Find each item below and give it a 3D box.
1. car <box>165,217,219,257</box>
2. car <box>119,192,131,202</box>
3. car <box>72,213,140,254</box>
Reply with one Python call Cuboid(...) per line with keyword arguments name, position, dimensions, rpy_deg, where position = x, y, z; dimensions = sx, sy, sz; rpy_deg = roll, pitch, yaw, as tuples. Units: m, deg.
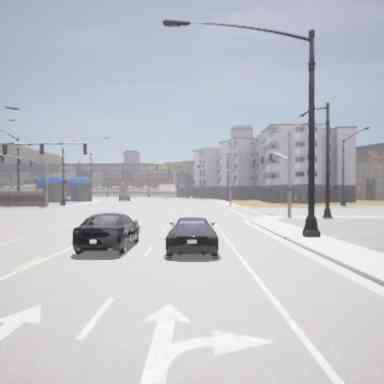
Cuboid(name="car", position=(0.020, 1.699, 13.522), dimensions=(1.994, 1.385, 4.181), rpy_deg=(0, 0, 1))
Cuboid(name="car", position=(-15.279, 1.126, 75.383), dimensions=(2.150, 2.045, 5.566), rpy_deg=(0, 0, -17))
Cuboid(name="car", position=(-3.472, 1.617, 14.234), dimensions=(1.882, 1.535, 5.008), rpy_deg=(0, 0, 1))
